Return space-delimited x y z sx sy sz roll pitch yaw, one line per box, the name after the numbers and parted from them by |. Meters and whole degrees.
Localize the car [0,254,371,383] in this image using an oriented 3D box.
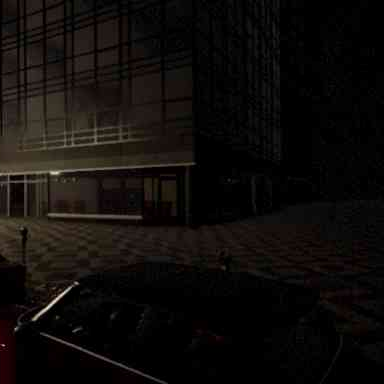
-0.561 1.440 3.256 4.097 1.590 1.967 0 -1 35 | car
